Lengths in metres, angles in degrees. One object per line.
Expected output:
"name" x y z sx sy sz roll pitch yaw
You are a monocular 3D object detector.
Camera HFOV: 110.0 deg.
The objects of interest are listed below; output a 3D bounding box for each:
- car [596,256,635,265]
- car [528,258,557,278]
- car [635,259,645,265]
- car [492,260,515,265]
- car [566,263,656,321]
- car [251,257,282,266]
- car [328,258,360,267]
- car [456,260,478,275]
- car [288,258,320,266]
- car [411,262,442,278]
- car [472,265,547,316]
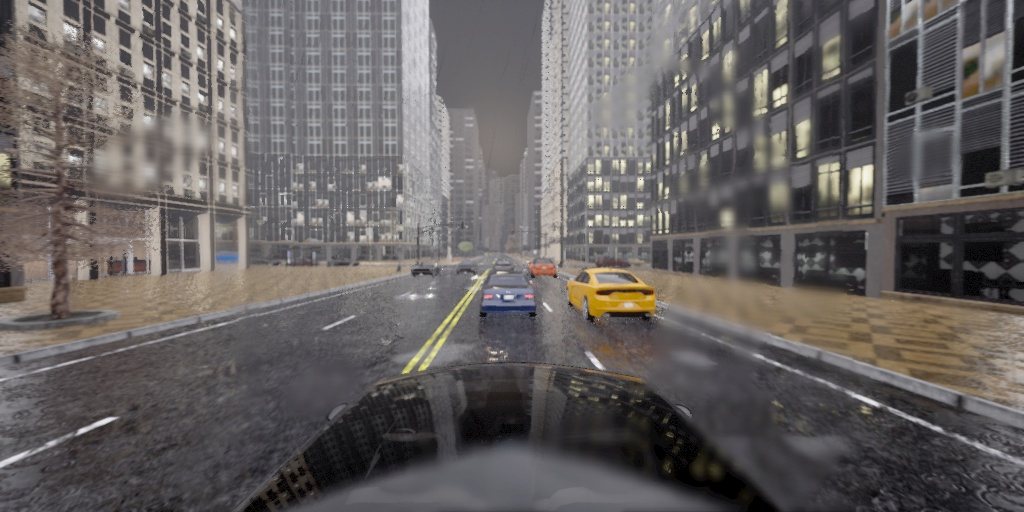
"car" 14.699 0.931 52.384 5.009 1.841 2.192 0 0 -1
"car" 2.522 0.916 30.824 2.097 1.767 4.553 0 1 -2
"car" 20.047 0.994 60.840 4.829 1.417 1.751 0 0 -1
"car" -0.745 1.057 31.375 2.128 1.511 4.902 0 0 -2
"car" 3.088 1.159 12.151 1.882 1.535 5.008 0 0 -1
"car" -35.593 0.831 51.640 4.313 1.339 1.948 0 0 -1
"car" -24.224 0.914 51.690 4.313 1.339 1.948 0 0 -1
"car" -4.287 1.095 35.089 2.033 1.411 5.357 0 0 -1
"car" -29.909 0.889 51.645 4.207 1.307 1.802 0 0 -1
"car" -7.436 1.179 31.390 1.895 1.301 4.718 0 0 -2
"car" -0.173 1.231 12.909 2.033 1.411 5.357 0 0 -2
